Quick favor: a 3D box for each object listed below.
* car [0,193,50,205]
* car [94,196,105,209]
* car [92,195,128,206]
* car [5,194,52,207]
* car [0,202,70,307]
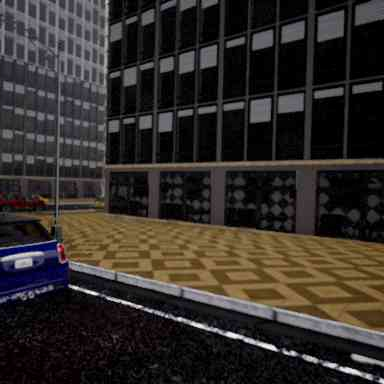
[{"bbox_3d":[-16.393,1.001,31.214,2.192,1.841,5.009,2,0,37],"label":"car"},{"bbox_3d":[-9.580,1.315,40.414,1.752,1.417,4.829,2,1,37],"label":"car"},{"bbox_3d":[-11.630,1.144,47.343,1.837,1.490,4.892,2,1,37],"label":"car"},{"bbox_3d":[-19.871,0.988,40.597,1.752,1.417,4.829,2,1,37],"label":"car"},{"bbox_3d":[-4.651,1.221,7.014,4.553,1.767,2.097,1,1,36],"label":"car"}]
